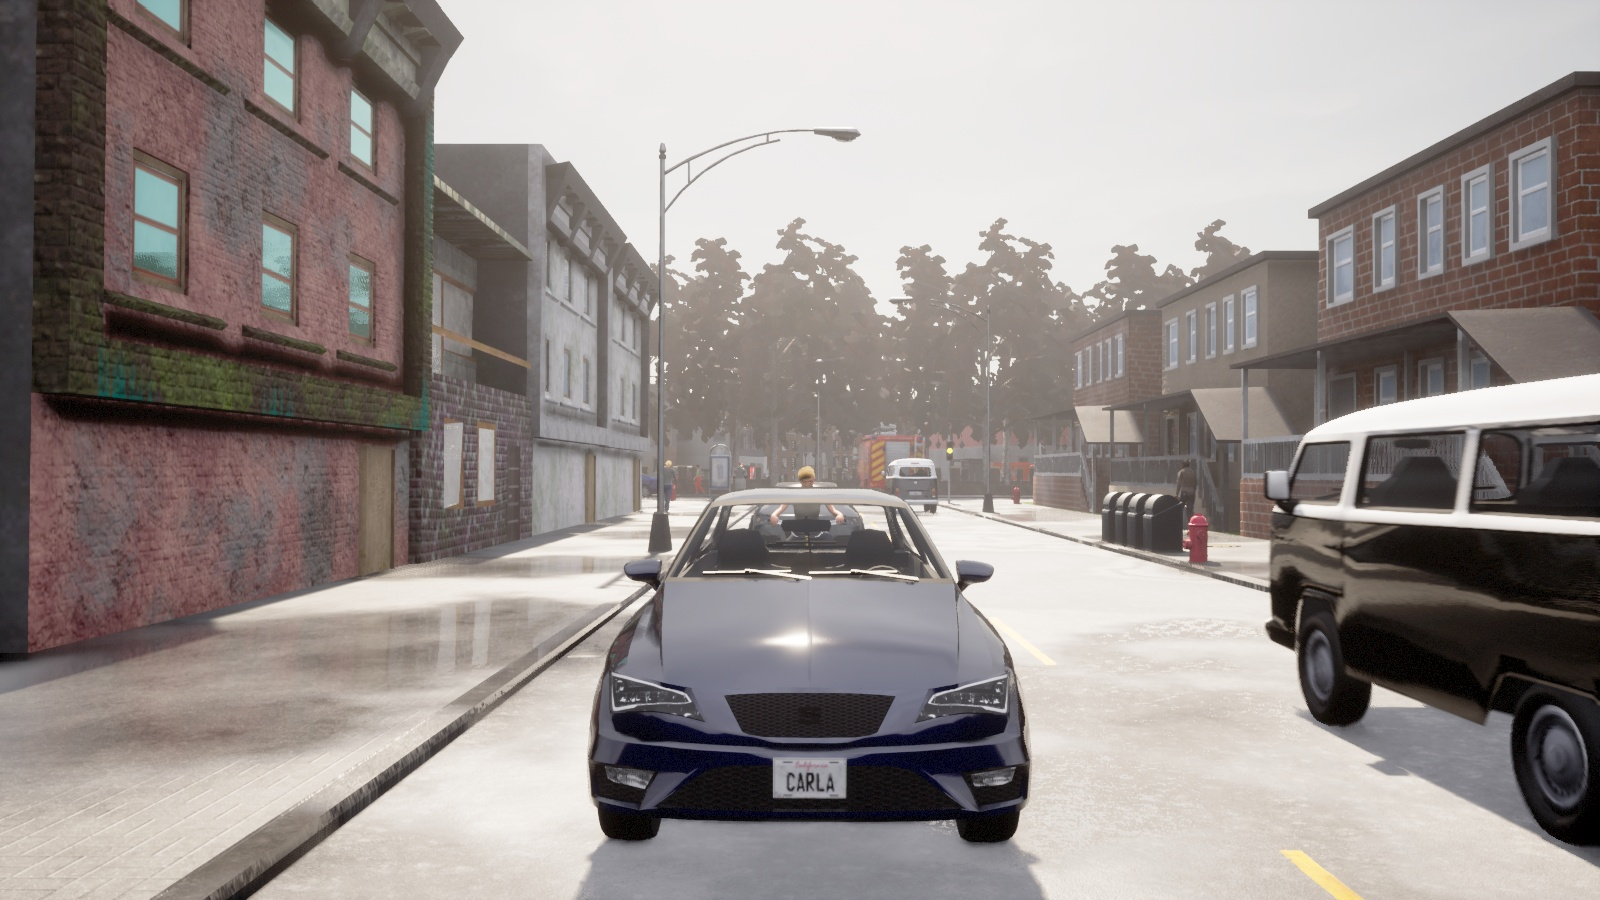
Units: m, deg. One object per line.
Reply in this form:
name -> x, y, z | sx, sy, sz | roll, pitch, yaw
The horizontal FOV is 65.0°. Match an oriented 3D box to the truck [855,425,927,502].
truck -> 4.652, 0.738, 66.065 | 2.891, 3.827, 8.468 | 0, -1, -2

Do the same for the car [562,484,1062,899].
car -> 0.049, 0.940, 6.673 | 1.816, 1.474, 4.193 | 0, -1, 0

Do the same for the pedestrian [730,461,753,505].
pedestrian -> -2.636, 1.478, 56.317 | 0.659, 1.952, 0.873 | -1, -1, 28

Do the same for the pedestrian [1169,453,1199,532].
pedestrian -> 8.973, 0.980, 29.351 | 0.328, 1.805, 0.869 | 0, -1, -6

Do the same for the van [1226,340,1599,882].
van -> 4.048, 0.633, 6.642 | 2.069, 2.038, 4.480 | 0, -1, 0

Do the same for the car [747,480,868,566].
car -> 0.126, 1.261, 22.824 | 1.994, 1.385, 4.181 | 0, -1, 0

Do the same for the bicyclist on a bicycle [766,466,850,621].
bicyclist on a bicycle -> 0.084, 0.983, 13.839 | 0.866, 1.612, 1.509 | 0, -1, 0

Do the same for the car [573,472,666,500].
car -> -10.258, 2.030, 71.430 | 5.008, 1.535, 1.882 | 0, -1, 0

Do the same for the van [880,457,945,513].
van -> 4.246, 1.327, 48.081 | 2.069, 2.038, 4.480 | 0, -1, 0

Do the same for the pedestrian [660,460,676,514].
pedestrian -> -4.494, 1.258, 42.719 | 0.354, 1.836, 0.706 | 0, -1, 10
